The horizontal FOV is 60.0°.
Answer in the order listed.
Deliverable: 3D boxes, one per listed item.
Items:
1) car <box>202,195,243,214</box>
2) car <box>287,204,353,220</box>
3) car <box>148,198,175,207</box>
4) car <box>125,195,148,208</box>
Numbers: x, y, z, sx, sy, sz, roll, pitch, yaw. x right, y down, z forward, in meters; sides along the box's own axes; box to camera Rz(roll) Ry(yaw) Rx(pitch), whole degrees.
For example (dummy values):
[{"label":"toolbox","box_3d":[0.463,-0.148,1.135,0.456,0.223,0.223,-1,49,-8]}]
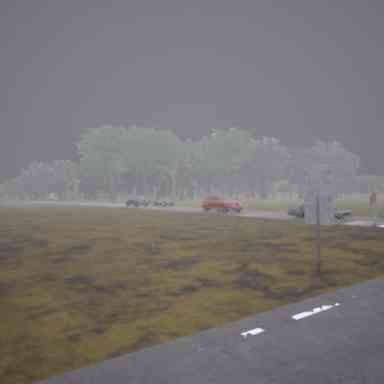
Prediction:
[{"label":"car","box_3d":[3.390,1.350,38.478,2.150,2.045,5.566,-2,1,-36]},{"label":"car","box_3d":[10.700,1.643,28.324,2.033,1.411,5.357,-2,1,-36]},{"label":"car","box_3d":[-4.736,1.676,54.768,2.128,1.511,4.902,-2,0,-35]},{"label":"car","box_3d":[-9.360,1.501,56.385,2.150,2.045,5.566,-2,0,-36]}]
